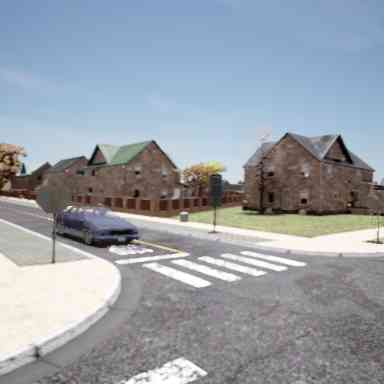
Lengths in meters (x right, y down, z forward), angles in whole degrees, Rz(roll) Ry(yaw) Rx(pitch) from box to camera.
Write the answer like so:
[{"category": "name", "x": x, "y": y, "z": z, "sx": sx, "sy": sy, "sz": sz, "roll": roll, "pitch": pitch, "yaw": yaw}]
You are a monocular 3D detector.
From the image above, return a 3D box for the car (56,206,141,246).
[{"category": "car", "x": -4.317, "y": 1.338, "z": 14.484, "sx": 2.033, "sy": 1.411, "sz": 5.357, "roll": 2, "pitch": 0, "yaw": -40}]
